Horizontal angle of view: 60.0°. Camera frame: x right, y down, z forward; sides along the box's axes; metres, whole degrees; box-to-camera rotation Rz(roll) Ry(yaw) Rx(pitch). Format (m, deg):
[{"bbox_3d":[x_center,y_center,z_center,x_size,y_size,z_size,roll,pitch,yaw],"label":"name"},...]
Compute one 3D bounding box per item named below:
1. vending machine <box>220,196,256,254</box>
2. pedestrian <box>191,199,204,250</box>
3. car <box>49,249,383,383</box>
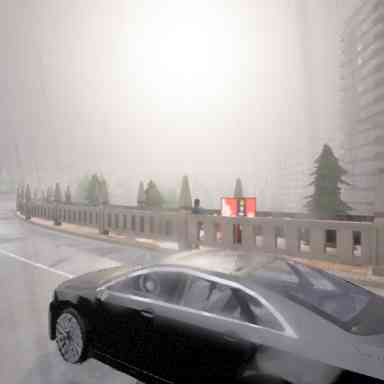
[{"bbox_3d":[1.764,1.195,12.652,0.880,2.100,1.100,0,0,41],"label":"vending machine"},{"bbox_3d":[0.148,1.141,12.067,0.375,1.860,0.375,0,0,41],"label":"pedestrian"},{"bbox_3d":[0.121,1.491,4.121,4.902,1.511,2.128,0,0,38],"label":"car"}]
